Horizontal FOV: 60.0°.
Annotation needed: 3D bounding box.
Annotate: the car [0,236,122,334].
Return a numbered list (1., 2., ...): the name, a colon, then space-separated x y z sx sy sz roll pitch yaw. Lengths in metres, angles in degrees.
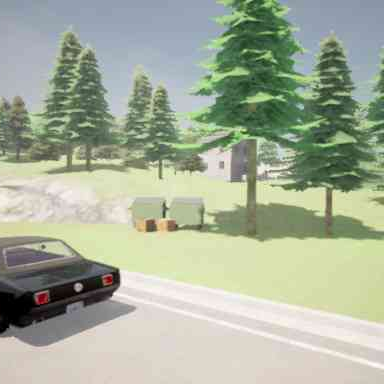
1. car: -3.677 1.546 6.617 4.718 1.301 1.895 1 0 36
